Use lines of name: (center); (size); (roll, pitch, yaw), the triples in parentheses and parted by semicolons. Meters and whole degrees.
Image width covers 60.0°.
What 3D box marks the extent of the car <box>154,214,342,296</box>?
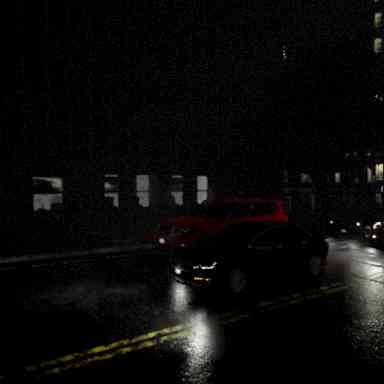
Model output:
car: (1.673, 1.537, 8.829); (4.892, 1.490, 1.837); (1, 0, -35)

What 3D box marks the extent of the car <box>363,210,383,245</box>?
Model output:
car: (9.850, 1.440, 14.577); (4.553, 1.767, 2.097); (0, 0, -35)

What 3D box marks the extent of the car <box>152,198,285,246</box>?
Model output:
car: (1.274, 1.261, 12.523); (5.566, 2.045, 2.150); (0, 0, -35)

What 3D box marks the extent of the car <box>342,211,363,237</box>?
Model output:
car: (9.604, 1.698, 18.374); (4.718, 1.301, 1.895); (0, 0, -35)
